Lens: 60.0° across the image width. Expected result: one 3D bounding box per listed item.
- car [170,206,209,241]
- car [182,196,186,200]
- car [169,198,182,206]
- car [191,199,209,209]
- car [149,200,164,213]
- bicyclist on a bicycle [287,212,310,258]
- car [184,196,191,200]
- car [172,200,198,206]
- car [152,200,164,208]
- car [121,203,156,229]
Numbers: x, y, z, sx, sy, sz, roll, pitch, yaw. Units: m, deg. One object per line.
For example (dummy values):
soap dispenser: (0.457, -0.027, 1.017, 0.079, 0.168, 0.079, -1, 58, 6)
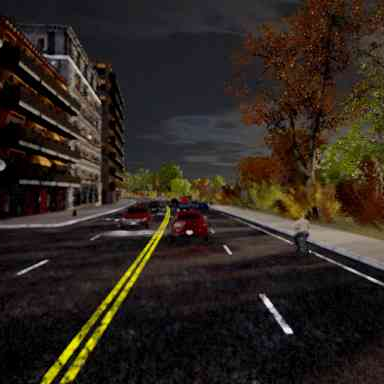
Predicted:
car: (-0.176, 1.695, 17.556, 1.812, 1.442, 4.674, 0, -1, -2)
car: (-1.300, 1.939, 78.245, 2.150, 2.045, 5.566, 0, 0, -7)
car: (-3.868, 2.162, 71.871, 1.837, 1.490, 4.892, 0, 0, -6)
car: (1.383, 2.036, 50.781, 1.994, 1.385, 4.181, 0, 0, -5)
car: (-4.749, 1.909, 42.534, 1.837, 1.490, 4.892, 0, -1, -4)
bicyclist on a bicycle: (4.025, 1.554, 12.323, 0.866, 1.612, 1.509, 0, -1, -1)
car: (0.115, 2.089, 64.865, 2.128, 1.511, 4.902, 0, 0, -5)
car: (-0.859, 1.879, 34.948, 2.033, 1.411, 5.357, 0, 0, -3)
car: (-6.057, 2.112, 60.493, 2.033, 1.411, 5.357, 0, -1, -4)
car: (-3.817, 1.754, 23.548, 1.812, 1.442, 4.674, 0, -1, -2)
